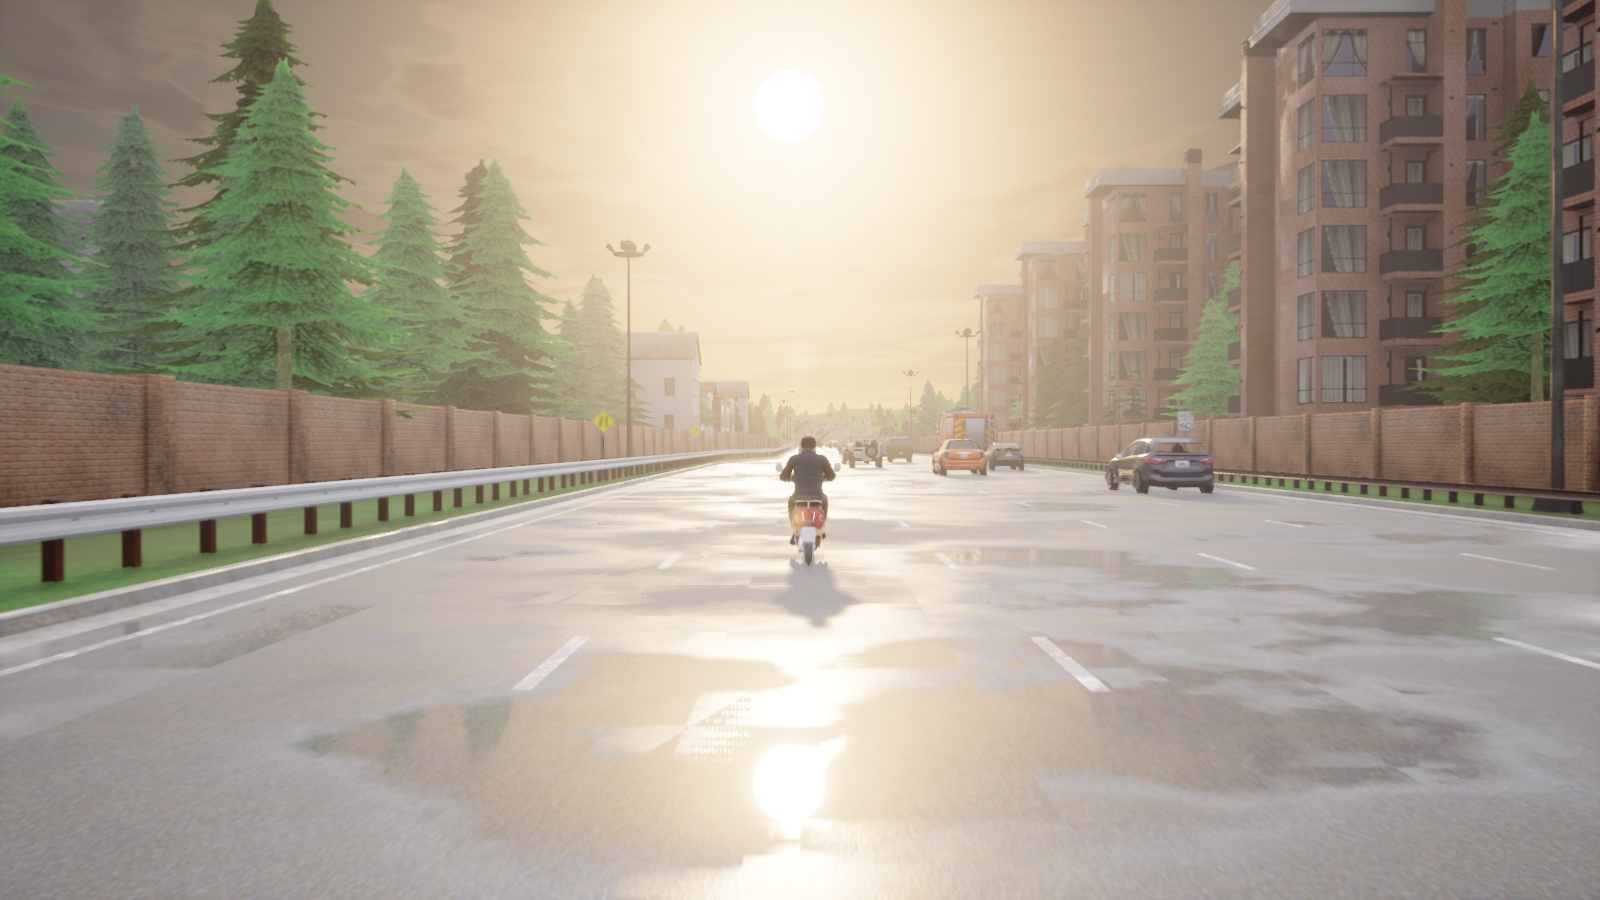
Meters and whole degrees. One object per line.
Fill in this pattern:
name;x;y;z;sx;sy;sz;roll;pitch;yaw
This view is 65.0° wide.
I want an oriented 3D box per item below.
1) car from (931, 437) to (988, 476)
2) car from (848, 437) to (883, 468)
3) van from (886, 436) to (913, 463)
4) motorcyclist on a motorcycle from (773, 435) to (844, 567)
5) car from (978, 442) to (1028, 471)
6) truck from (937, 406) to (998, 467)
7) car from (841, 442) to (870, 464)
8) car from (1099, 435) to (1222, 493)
car;7.347;0.284;58.374;2.097;1.767;4.553;0;0;0
car;3.957;0.139;76.224;1.932;1.855;4.605;0;0;1
van;7.560;-0.031;95.815;1.775;1.987;4.442;0;0;0
motorcyclist on a motorcycle;0.107;0.610;16.090;0.866;1.590;1.817;0;0;0
car;10.901;0.323;67.711;2.007;1.525;4.514;0;0;0
truck;10.989;-0.875;83.206;2.891;3.827;8.468;0;0;0
car;4.036;0.214;91.646;1.882;1.535;5.008;0;0;0
car;10.821;0.386;38.060;2.242;1.667;4.611;0;0;-2
